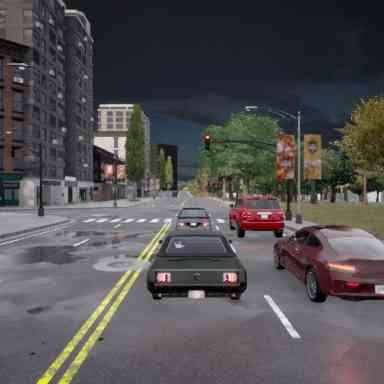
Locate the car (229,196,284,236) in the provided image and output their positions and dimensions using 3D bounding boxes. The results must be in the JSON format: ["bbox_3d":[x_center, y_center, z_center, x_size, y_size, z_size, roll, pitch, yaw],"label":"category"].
[{"bbox_3d":[3.317,1.217,17.898,2.150,2.045,5.566,0,0,0],"label":"car"}]

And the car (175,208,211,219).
[{"bbox_3d":[0.068,1.543,17.938,2.033,1.411,5.357,0,0,0],"label":"car"}]

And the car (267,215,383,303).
[{"bbox_3d":[3.338,1.524,8.085,1.812,1.442,4.674,0,0,0],"label":"car"}]

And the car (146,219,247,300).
[{"bbox_3d":[0.085,1.599,8.346,1.895,1.301,4.718,0,0,0],"label":"car"}]
